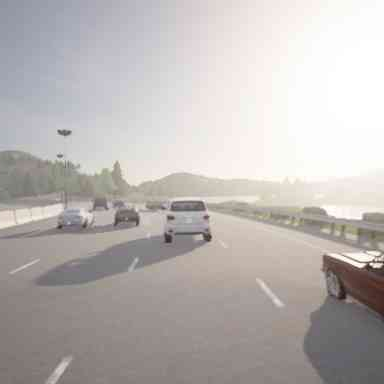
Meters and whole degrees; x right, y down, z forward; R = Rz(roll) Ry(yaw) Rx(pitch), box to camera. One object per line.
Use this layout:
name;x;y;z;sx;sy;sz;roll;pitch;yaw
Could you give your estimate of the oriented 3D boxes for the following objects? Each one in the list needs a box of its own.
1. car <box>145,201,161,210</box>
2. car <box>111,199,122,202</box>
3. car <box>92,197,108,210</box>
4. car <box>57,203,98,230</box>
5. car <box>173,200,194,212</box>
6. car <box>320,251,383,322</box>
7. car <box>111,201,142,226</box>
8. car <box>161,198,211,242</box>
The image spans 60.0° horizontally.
car;-5.633;1.958;48.173;1.895;1.301;4.718;-1;0;-16
car;-13.540;2.071;60.560;1.837;1.490;4.892;0;0;-20
car;-14.682;1.771;53.194;2.150;2.045;5.566;-1;0;-18
car;-8.261;1.802;23.815;1.812;1.442;4.674;-1;0;-7
car;-1.224;1.780;43.945;1.812;1.442;4.674;-1;0;-14
car;3.855;1.560;5.391;1.895;1.301;4.718;-1;0;-2
car;-4.964;1.719;25.921;2.128;1.511;4.902;-1;0;-8
car;-0.380;1.321;17.239;2.150;2.045;5.566;-1;0;-5
